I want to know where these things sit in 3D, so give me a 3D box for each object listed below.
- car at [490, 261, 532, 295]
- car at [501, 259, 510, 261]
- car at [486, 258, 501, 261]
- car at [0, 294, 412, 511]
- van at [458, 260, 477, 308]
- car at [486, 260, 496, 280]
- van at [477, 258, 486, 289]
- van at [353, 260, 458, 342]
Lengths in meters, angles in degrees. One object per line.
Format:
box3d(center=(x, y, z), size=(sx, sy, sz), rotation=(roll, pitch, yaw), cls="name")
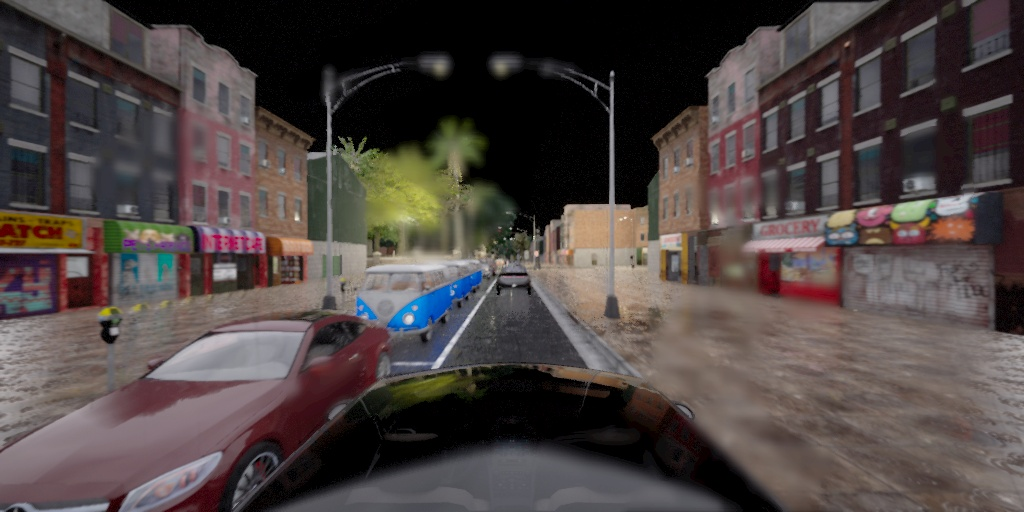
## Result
box3d(center=(0.107, 1.252, 20.104), size=(2.128, 1.511, 4.902), rotation=(0, 0, 0), cls="car")
box3d(center=(0.116, 1.265, 37.098), size=(2.128, 1.511, 4.902), rotation=(0, 0, 0), cls="car")
box3d(center=(-2.622, 1.088, 36.756), size=(2.192, 1.841, 5.009), rotation=(0, 0, 0), cls="car")
box3d(center=(-2.637, 1.334, 3.971), size=(1.802, 1.307, 4.207), rotation=(0, 0, 0), cls="car")
box3d(center=(-2.632, 1.098, 14.900), size=(1.690, 1.789, 3.998), rotation=(0, 0, 0), cls="van")
box3d(center=(-2.625, 1.317, 31.292), size=(2.007, 1.370, 4.403), rotation=(0, 0, 0), cls="car")
box3d(center=(-2.629, 1.101, 20.364), size=(1.690, 1.789, 3.998), rotation=(0, 0, 0), cls="van")
box3d(center=(-2.634, 1.095, 9.435), size=(1.690, 1.789, 3.998), rotation=(0, 0, 0), cls="van")
